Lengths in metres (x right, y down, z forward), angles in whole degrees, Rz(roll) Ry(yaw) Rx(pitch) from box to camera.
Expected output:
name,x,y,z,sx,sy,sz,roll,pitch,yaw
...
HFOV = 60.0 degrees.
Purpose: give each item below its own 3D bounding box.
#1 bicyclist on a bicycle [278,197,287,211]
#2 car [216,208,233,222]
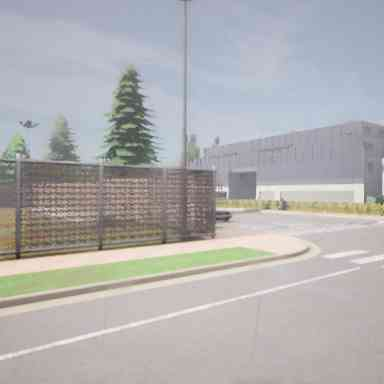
name,x,y,z,sx,sy,sz,roll,pitch,yaw
bicyclist on a bicycle,10.616,1.434,39.133,1.656,1.620,0.582,0,0,-35
car,1.104,1.678,26.604,1.895,1.301,4.718,0,0,-35
